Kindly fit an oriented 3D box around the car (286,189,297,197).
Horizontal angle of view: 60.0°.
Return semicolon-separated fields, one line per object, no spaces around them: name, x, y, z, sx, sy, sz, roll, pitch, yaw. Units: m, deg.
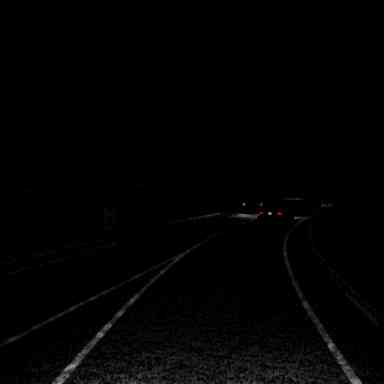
car;21.219;0.172;71.019;1.882;1.535;5.008;0;2;11

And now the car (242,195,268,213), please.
car;6.566;1.173;33.169;2.097;1.767;4.553;-1;0;28

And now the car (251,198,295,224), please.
car;6.185;1.433;24.116;2.033;1.411;5.357;0;0;25

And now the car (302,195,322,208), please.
car;14.632;1.129;40.608;2.128;1.511;4.902;0;1;26
